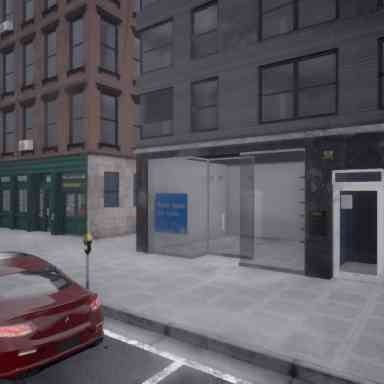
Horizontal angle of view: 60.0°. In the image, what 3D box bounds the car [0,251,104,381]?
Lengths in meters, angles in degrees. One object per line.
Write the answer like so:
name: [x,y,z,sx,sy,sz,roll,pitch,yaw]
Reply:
car: [-3.089,1.582,5.026,4.206,1.307,1.802,0,0,36]
